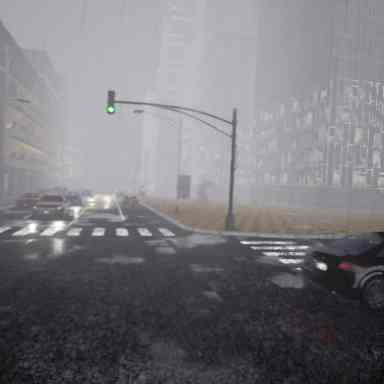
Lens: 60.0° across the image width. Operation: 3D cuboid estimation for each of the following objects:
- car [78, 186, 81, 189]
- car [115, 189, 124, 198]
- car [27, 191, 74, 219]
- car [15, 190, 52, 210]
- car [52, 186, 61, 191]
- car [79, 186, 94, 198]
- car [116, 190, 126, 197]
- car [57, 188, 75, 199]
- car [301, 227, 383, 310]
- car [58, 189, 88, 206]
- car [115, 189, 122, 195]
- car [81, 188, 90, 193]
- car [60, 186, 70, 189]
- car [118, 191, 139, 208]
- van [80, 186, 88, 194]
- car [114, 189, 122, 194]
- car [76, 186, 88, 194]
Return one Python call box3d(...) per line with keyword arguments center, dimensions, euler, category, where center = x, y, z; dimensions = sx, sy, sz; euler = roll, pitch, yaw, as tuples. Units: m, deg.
box3d(center=(-21.389, 0.097, 60.577), dimensions=(1.802, 1.307, 4.206), euler=(1, 1, -14), category="car")
box3d(center=(-11.953, 0.471, 57.146), dimensions=(2.008, 1.369, 4.403), euler=(1, 1, -14), category="car")
box3d(center=(-9.243, 0.900, 22.113), dimensions=(1.812, 1.442, 4.674), euler=(2, 1, -14), category="car")
box3d(center=(-13.291, 0.703, 27.670), dimensions=(1.887, 1.381, 4.507), euler=(1, 1, -14), category="car")
box3d(center=(-14.638, 0.490, 33.153), dimensions=(1.967, 1.590, 4.097), euler=(1, 1, -14), category="car")
box3d(center=(-17.207, 0.243, 54.834), dimensions=(1.837, 1.490, 4.892), euler=(2, 0, -13), category="car")
box3d(center=(-14.651, 0.251, 68.115), dimensions=(1.887, 1.381, 4.507), euler=(1, 1, -14), category="car")
box3d(center=(-18.686, 0.169, 49.605), dimensions=(1.967, 1.590, 4.097), euler=(1, 1, -14), category="car")
box3d(center=(4.733, 1.640, 7.668), dimensions=(4.181, 1.385, 1.994), euler=(2, 1, -14), category="car")
box3d(center=(-12.167, 0.701, 34.007), dimensions=(1.994, 1.385, 4.181), euler=(2, 1, -14), category="car")
box3d(center=(-18.741, -0.090, 84.733), dimensions=(1.752, 1.417, 4.829), euler=(1, 1, -14), category="car")
box3d(center=(-28.135, -0.434, 87.998), dimensions=(1.802, 1.307, 4.206), euler=(1, 1, -14), category="car")
box3d(center=(-17.333, 0.151, 44.120), dimensions=(2.192, 1.841, 5.009), euler=(1, 1, -14), category="car")
box3d(center=(-6.556, 0.893, 35.208), dimensions=(1.887, 1.381, 4.507), euler=(1, 1, -14), category="car")
box3d(center=(-26.780, -0.569, 82.510), dimensions=(1.690, 1.788, 3.998), euler=(1, 1, -14), category="van")
box3d(center=(-20.049, -0.173, 90.052), dimensions=(1.887, 1.381, 4.507), euler=(1, 1, -14), category="car")
box3d(center=(-25.430, -0.489, 77.026), dimensions=(2.192, 1.841, 5.009), euler=(1, 1, -14), category="car")
